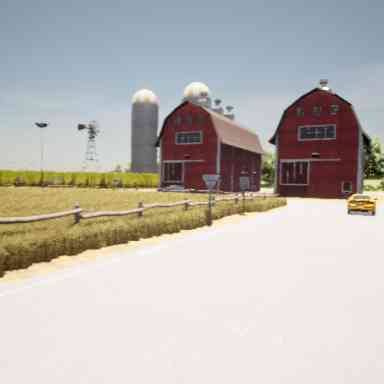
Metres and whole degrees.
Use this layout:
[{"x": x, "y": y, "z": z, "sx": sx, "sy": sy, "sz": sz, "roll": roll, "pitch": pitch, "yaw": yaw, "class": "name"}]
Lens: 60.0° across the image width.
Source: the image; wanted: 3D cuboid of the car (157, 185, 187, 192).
[{"x": -3.032, "y": -0.244, "z": 50.037, "sx": 4.902, "sy": 1.511, "sz": 2.128, "roll": 2, "pitch": 2, "yaw": 26, "class": "car"}]

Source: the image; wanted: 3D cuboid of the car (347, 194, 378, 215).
[{"x": 13.393, "y": 0.892, "z": 26.161, "sx": 1.882, "sy": 1.535, "sz": 5.008, "roll": 2, "pitch": 2, "yaw": 30, "class": "car"}]
